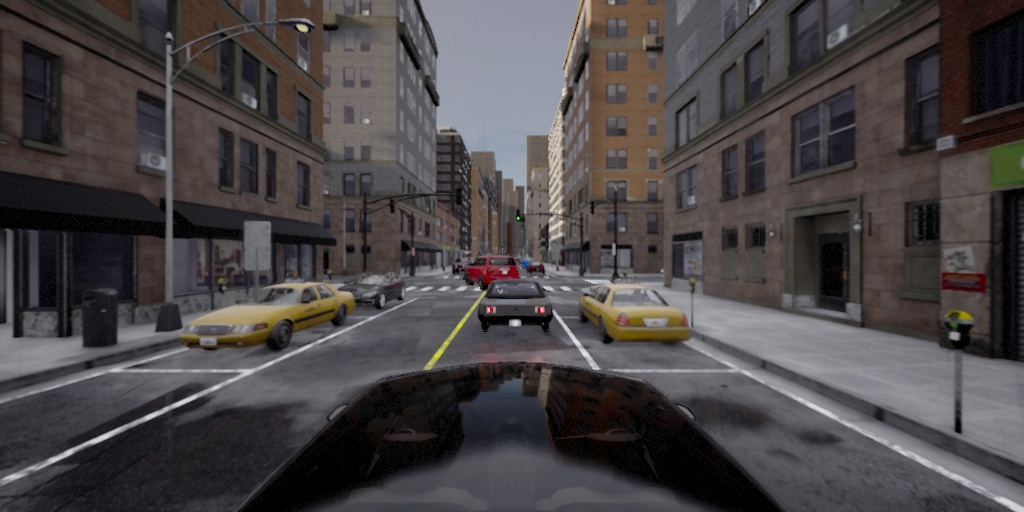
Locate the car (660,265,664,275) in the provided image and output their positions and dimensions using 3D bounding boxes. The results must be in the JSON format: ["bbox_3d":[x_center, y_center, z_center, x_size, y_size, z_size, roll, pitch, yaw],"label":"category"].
[{"bbox_3d":[15.409,0.929,29.969,5.566,2.045,2.150,0,0,-2],"label":"car"}]

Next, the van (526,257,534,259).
[{"bbox_3d":[2.848,1.149,58.075,1.690,1.789,3.998,0,0,0],"label":"van"}]

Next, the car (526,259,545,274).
[{"bbox_3d":[2.851,1.333,41.570,1.888,1.381,4.507,0,0,0],"label":"car"}]

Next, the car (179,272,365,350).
[{"bbox_3d":[-5.669,1.281,9.100,1.751,1.417,4.829,0,0,0],"label":"car"}]

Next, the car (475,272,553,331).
[{"bbox_3d":[0.090,1.358,11.056,1.895,1.301,4.718,0,0,0],"label":"car"}]

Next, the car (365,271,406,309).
[{"bbox_3d":[-5.670,1.311,14.796,2.007,1.370,4.403,0,0,0],"label":"car"}]

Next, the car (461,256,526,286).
[{"bbox_3d":[-1.372,0.989,22.612,2.150,2.045,5.566,0,0,-21],"label":"car"}]

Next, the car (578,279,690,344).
[{"bbox_3d":[2.857,1.281,9.441,1.751,1.417,4.829,0,0,0],"label":"car"}]

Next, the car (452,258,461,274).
[{"bbox_3d":[-5.675,1.103,41.569,2.192,1.841,5.009,0,0,0],"label":"car"}]
